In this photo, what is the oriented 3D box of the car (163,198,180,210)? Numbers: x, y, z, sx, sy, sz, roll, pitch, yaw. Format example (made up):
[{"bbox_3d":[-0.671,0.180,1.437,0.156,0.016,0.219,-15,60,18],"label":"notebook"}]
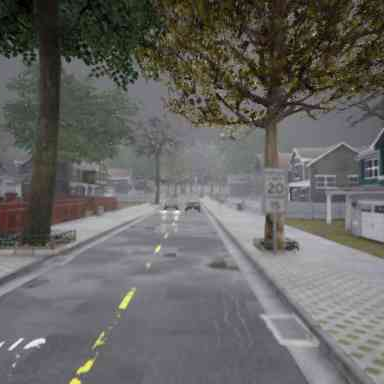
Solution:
[{"bbox_3d":[-2.625,1.555,43.508,1.837,1.490,4.892,0,0,0],"label":"car"}]

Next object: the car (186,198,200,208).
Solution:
[{"bbox_3d":[0.145,1.618,49.657,2.033,1.411,5.357,0,0,0],"label":"car"}]

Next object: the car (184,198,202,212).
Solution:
[{"bbox_3d":[0.111,1.560,38.910,1.837,1.490,4.892,0,0,0],"label":"car"}]
